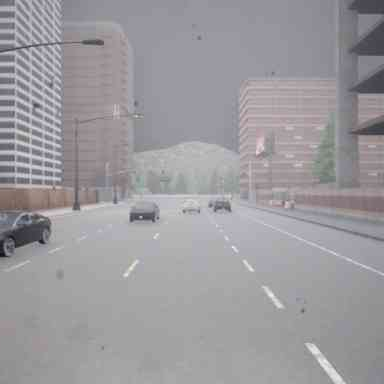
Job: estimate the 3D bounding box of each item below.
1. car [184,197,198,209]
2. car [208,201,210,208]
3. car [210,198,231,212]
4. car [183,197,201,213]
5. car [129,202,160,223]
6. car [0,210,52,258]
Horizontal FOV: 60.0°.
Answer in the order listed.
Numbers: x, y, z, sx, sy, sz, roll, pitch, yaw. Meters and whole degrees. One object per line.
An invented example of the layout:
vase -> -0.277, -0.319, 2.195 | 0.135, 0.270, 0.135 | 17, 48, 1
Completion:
car -> -0.106, 1.478, 47.394 | 1.882, 1.535, 5.008 | 0, 0, 0
car -> 3.337, 1.601, 47.967 | 1.895, 1.301, 4.718 | 0, 0, 0
car -> 3.416, 1.505, 38.445 | 1.837, 1.490, 4.892 | 0, 0, 0
car -> -0.056, 1.526, 37.135 | 1.812, 1.442, 4.674 | 0, 0, 0
car -> -3.607, 1.493, 25.893 | 1.882, 1.535, 5.008 | 0, 0, 0
car -> -7.135, 1.491, 12.857 | 2.128, 1.511, 4.902 | 0, 0, 0
